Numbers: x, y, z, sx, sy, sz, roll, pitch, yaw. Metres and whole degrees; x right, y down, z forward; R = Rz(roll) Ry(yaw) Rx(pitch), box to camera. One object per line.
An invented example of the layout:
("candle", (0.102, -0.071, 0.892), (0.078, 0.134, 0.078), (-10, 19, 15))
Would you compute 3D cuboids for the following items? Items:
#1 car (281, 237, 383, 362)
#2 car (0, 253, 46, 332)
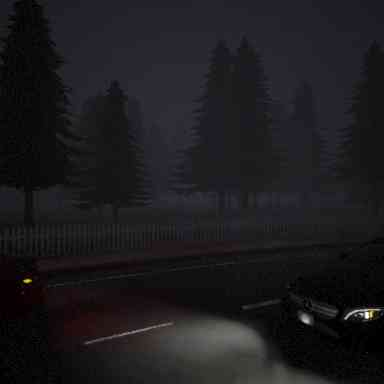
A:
("car", (3.732, 1.525, 5.691), (4.674, 1.442, 1.812), (0, 0, -25))
("car", (-4.632, 1.525, 4.741), (4.674, 1.442, 1.812), (0, 0, -35))
